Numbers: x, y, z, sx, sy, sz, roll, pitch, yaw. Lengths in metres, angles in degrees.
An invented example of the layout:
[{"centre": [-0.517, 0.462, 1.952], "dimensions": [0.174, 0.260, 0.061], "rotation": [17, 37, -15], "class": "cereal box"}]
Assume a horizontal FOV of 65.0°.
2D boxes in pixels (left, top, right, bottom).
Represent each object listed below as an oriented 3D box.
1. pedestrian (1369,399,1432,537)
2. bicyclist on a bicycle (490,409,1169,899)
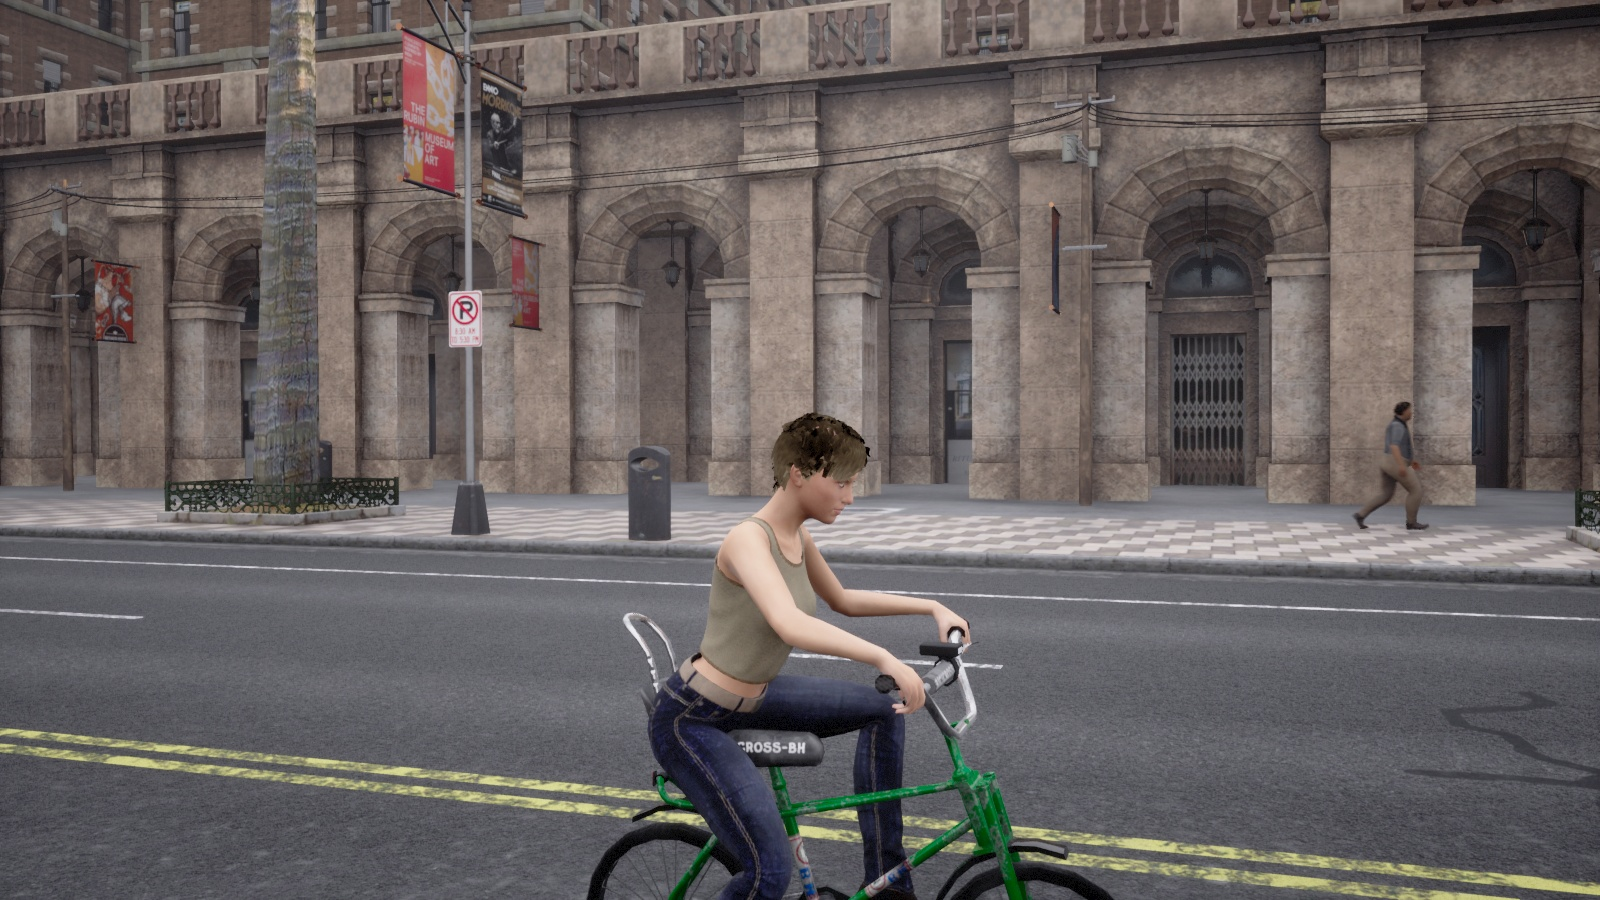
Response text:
[{"centre": [8.224, 0.238, 17.218], "dimensions": [0.694, 1.848, 0.540], "rotation": [1, 1, 17], "class": "pedestrian"}, {"centre": [0.116, 0.713, 3.158], "dimensions": [1.509, 1.612, 0.866], "rotation": [1, 1, 19], "class": "bicyclist on a bicycle"}]
